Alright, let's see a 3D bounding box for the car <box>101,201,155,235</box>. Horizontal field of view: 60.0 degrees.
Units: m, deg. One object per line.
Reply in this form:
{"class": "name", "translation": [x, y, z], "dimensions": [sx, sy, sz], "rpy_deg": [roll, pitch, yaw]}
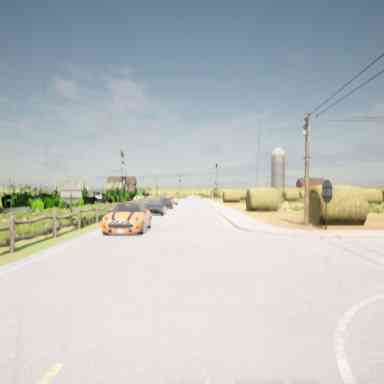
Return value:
{"class": "car", "translation": [-3.556, 1.351, 18.717], "dimensions": [2.097, 1.767, 4.553], "rpy_deg": [0, 0, 0]}

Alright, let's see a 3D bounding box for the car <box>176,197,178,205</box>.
{"class": "car", "translation": [-3.409, 1.470, 57.094], "dimensions": [1.882, 1.535, 5.008], "rpy_deg": [0, 1, 1]}

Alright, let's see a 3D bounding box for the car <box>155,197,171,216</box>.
{"class": "car", "translation": [-3.524, 1.543, 32.471], "dimensions": [2.033, 1.411, 5.357], "rpy_deg": [0, 0, 0]}

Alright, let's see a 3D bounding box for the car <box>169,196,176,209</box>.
{"class": "car", "translation": [-3.486, 1.497, 44.508], "dimensions": [1.837, 1.490, 4.892], "rpy_deg": [0, 0, 1]}
